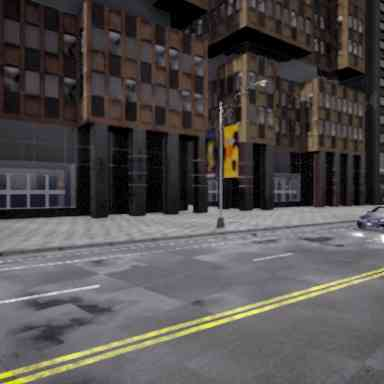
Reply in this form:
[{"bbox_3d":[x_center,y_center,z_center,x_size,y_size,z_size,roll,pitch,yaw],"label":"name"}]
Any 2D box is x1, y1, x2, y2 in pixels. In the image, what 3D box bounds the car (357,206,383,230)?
[{"bbox_3d":[11.910,1.555,20.180,4.674,1.442,1.812,0,0,-36],"label":"car"}]
